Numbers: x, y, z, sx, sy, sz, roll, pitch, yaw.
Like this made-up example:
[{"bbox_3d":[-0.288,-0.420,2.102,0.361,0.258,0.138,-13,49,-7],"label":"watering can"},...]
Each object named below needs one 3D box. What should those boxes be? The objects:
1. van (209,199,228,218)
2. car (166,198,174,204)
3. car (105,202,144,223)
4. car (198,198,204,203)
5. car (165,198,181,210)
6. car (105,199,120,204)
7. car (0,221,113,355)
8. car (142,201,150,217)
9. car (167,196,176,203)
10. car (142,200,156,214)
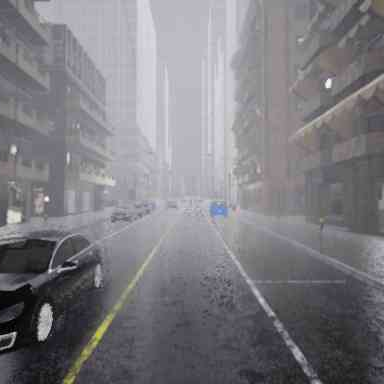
[{"bbox_3d":[2.676,1.661,33.873,1.690,1.788,3.998,1,-1,0],"label":"van"},{"bbox_3d":[-5.762,2.414,88.529,1.802,1.307,4.206,1,-1,0],"label":"car"},{"bbox_3d":[-5.670,1.818,28.269,2.008,1.369,4.403,1,-1,0],"label":"car"},{"bbox_3d":[2.613,2.466,94.174,1.802,1.307,4.206,1,-1,0],"label":"car"},{"bbox_3d":[-3.050,2.043,51.260,1.837,1.490,4.892,0,-1,0],"label":"car"},{"bbox_3d":[-16.556,2.134,67.526,4.097,1.590,1.967,0,-2,0],"label":"car"},{"bbox_3d":[-3.107,1.567,6.461,1.837,1.490,4.892,0,-1,0],"label":"car"},{"bbox_3d":[-5.676,1.902,33.810,1.802,1.307,4.206,1,-1,0],"label":"car"},{"bbox_3d":[-5.762,2.199,94.107,2.192,1.841,5.009,1,-1,0],"label":"car"},{"bbox_3d":[-5.681,1.937,39.349,1.947,1.339,4.313,1,-1,0],"label":"car"}]
